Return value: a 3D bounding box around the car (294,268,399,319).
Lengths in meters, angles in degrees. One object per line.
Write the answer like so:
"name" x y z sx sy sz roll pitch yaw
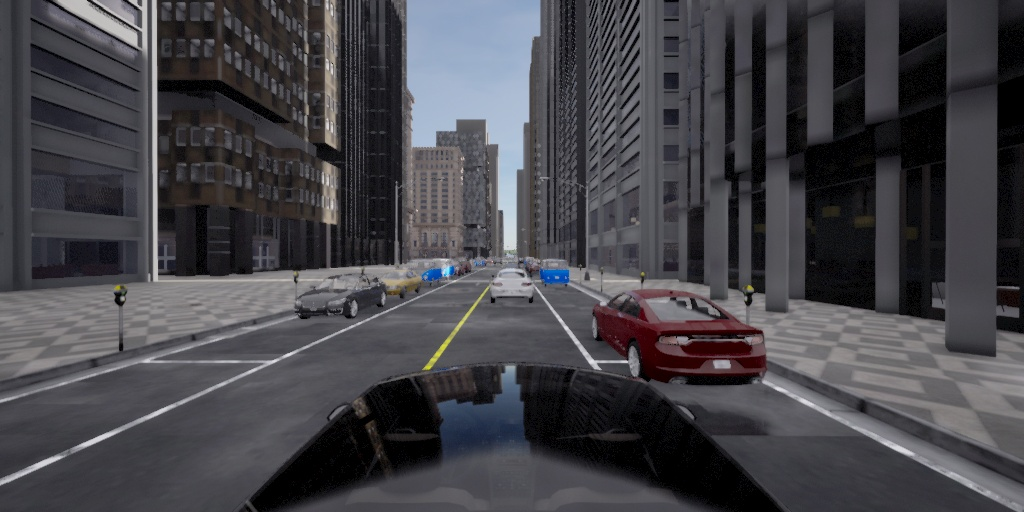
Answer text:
"car" -5.763 1.297 12.580 2.007 1.370 4.403 0 0 0

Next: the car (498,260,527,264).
"car" 0.000 1.319 31.501 1.994 1.385 4.181 0 0 0

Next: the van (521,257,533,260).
"van" 2.763 1.083 57.710 1.690 1.789 3.998 0 0 0

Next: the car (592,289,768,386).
"car" 2.762 1.292 6.944 1.888 1.381 4.507 0 0 0

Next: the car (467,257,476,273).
"car" -5.763 1.059 40.784 2.192 1.841 5.009 0 0 0

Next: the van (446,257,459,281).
"van" -5.763 1.086 29.502 1.690 1.789 3.998 0 0 0

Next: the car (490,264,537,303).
"car" 0.000 1.281 16.501 1.812 1.442 4.674 0 0 0

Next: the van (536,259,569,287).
"van" 2.762 1.087 23.866 1.690 1.789 3.998 0 0 0

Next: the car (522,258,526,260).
"car" 2.762 1.309 52.069 1.948 1.339 4.313 0 0 0

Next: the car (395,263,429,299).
"car" -5.763 1.272 18.051 1.751 1.417 4.829 0 0 0

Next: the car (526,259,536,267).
"car" 2.762 1.327 40.788 1.802 1.307 4.207 0 0 0

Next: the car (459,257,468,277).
"car" -5.763 1.185 35.143 1.967 1.591 4.097 0 0 0

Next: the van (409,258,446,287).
"van" -5.763 1.087 23.861 1.690 1.789 3.998 0 0 0

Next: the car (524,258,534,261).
"car" 2.763 1.326 46.429 1.802 1.307 4.207 0 0 0

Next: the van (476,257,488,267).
"van" -5.763 1.082 63.348 1.690 1.789 3.998 0 0 0
